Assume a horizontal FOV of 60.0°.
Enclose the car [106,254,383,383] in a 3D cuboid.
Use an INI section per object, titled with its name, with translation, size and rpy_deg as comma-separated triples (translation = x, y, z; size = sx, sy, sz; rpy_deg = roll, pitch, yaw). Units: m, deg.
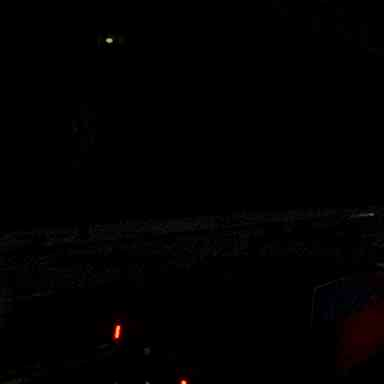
[car]
translation = 1.435, 1.542, 4.450
size = 4.718, 1.301, 1.895
rpy_deg = -1, 1, -35
